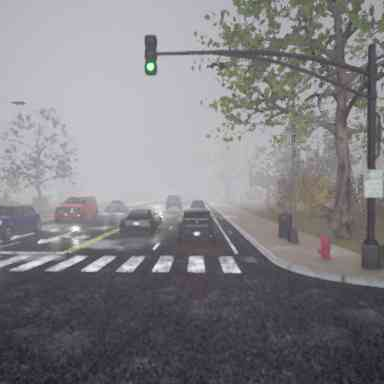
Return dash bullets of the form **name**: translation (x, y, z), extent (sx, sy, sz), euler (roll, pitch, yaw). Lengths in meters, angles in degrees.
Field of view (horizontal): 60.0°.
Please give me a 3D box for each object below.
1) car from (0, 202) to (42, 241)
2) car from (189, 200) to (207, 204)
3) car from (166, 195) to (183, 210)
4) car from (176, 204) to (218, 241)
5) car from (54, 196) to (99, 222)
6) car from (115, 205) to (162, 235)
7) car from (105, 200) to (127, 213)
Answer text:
- **car**: translation (-9.686, 1.441, 17.191), extent (2.097, 1.767, 4.553), euler (0, 0, 1)
- **car**: translation (0.716, 1.716, 41.110), extent (1.837, 1.490, 4.892), euler (0, 0, 1)
- **car**: translation (-2.511, 1.460, 47.505), extent (2.150, 2.045, 5.566), euler (0, 0, 1)
- **car**: translation (0.263, 1.598, 17.119), extent (1.837, 1.490, 4.892), euler (0, 0, 1)
- **car**: translation (-9.473, 1.364, 27.819), extent (2.150, 2.045, 5.566), euler (0, 0, 1)
- **car**: translation (-2.941, 1.669, 19.768), extent (1.994, 1.385, 4.181), euler (0, 0, 1)
- **car**: translation (-9.200, 1.731, 40.817), extent (1.812, 1.442, 4.674), euler (0, 0, 1)
